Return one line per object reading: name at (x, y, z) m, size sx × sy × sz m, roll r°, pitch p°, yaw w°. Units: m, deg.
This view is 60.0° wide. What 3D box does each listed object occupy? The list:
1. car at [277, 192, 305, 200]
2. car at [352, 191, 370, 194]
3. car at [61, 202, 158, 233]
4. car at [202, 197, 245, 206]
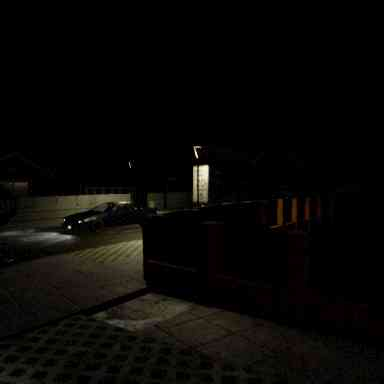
car at (10.279, 0.757, 32.807) m, size 5.008 × 1.535 × 1.882 m, roll -1°, pitch 2°, yaw -42°
car at (18.956, 0.654, 36.457) m, size 4.892 × 1.490 × 1.837 m, roll -1°, pitch 1°, yaw -40°
car at (-4.125, 1.239, 17.900) m, size 2.033 × 1.411 × 5.357 m, roll 1°, pitch 2°, yaw 41°
car at (2.790, 1.080, 25.541) m, size 1.895 × 1.301 × 4.718 m, roll 1°, pitch 2°, yaw 44°
